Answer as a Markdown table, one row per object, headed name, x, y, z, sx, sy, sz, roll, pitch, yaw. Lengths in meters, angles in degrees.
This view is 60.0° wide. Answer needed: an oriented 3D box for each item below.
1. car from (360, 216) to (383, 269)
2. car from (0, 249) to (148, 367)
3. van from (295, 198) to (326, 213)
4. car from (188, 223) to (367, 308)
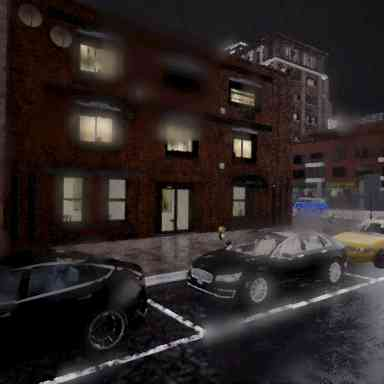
| name | x | y | z | sx | sy | sz | roll | pitch | yaw |
| --- | --- | --- | --- | --- | --- | --- | --- | --- | --- |
| car | 6.332 | 1.528 | 11.228 | 4.829 | 1.417 | 1.752 | 0 | 1 | -35 |
| car | -2.691 | 1.565 | 4.583 | 4.313 | 1.339 | 1.947 | 0 | 1 | -35 |
| van | 15.022 | 1.661 | 42.311 | 1.690 | 1.788 | 3.998 | 1 | -1 | -35 |
| car | 1.939 | 1.552 | 7.886 | 4.403 | 1.369 | 2.008 | 0 | 1 | -35 |
